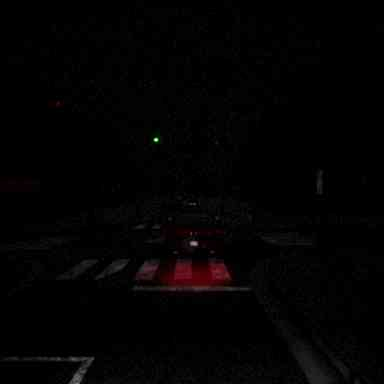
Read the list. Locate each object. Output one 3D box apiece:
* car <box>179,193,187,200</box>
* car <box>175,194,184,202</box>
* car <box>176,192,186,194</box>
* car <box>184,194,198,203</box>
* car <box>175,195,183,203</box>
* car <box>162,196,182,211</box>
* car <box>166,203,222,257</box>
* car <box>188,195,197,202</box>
[{"bbox_3d":[-2.606,1.194,95.348,2.192,1.841,5.009,1,0,0],"label":"car"},{"bbox_3d":[-2.615,1.479,62.154,1.802,1.307,4.206,1,0,0],"label":"car"},{"bbox_3d":[-2.742,1.111,75.540,2.150,2.045,5.566,0,0,0],"label":"car"},{"bbox_3d":[0.062,1.464,59.727,1.994,1.385,4.181,0,0,1],"label":"car"},{"bbox_3d":[-2.615,1.462,45.557,1.887,1.381,4.507,1,0,0],"label":"car"},{"bbox_3d":[-2.617,1.491,40.024,1.947,1.339,4.313,1,0,0],"label":"car"},{"bbox_3d":[0.067,1.420,12.808,1.882,1.535,5.008,-1,1,0],"label":"car"},{"bbox_3d":[0.007,1.262,69.331,1.812,1.442,4.674,0,0,0],"label":"car"}]
